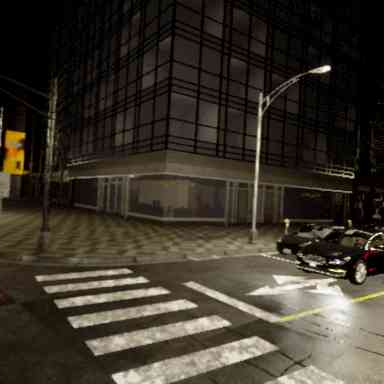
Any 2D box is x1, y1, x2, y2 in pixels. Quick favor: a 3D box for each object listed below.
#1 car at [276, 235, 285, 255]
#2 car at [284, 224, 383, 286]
[{"bbox_3d":[5.558,2.085,14.446,4.313,1.339,1.947,4,-1,-36],"label":"car"},{"bbox_3d":[5.460,1.965,10.986,4.892,1.490,1.837,4,-1,-36],"label":"car"}]
